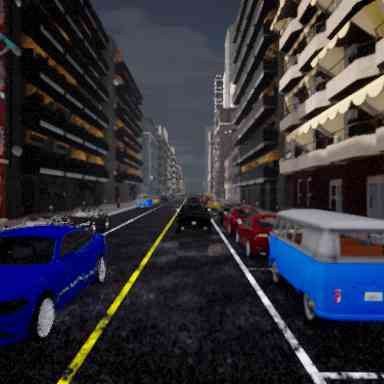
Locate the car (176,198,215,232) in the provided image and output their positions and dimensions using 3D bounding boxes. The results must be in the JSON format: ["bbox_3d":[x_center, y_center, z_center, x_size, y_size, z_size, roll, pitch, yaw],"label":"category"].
[{"bbox_3d":[0.098,1.380,19.305,1.882,1.535,5.008,0,1,0],"label":"car"}]

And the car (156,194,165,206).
[{"bbox_3d":[-5.679,1.276,50.824,1.752,1.417,4.829,0,0,0],"label":"car"}]

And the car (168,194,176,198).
[{"bbox_3d":[-5.676,1.136,95.181,1.802,1.307,4.206,0,0,0],"label":"car"}]

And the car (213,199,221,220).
[{"bbox_3d":[2.699,1.448,23.364,1.947,1.339,4.313,0,0,0],"label":"car"}]

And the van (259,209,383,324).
[{"bbox_3d":[2.700,1.306,6.792,1.690,1.788,3.998,1,0,0],"label":"van"}]

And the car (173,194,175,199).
[{"bbox_3d":[-5.677,1.170,78.611,1.887,1.381,4.507,0,0,0],"label":"car"}]

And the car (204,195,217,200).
[{"bbox_3d":[2.701,1.327,40.104,1.752,1.417,4.829,0,0,0],"label":"car"}]

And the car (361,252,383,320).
[{"bbox_3d":[2.699,1.433,1.269,1.967,1.590,4.097,1,0,0],"label":"car"}]

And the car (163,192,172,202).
[{"bbox_3d":[-5.678,1.240,67.564,1.947,1.339,4.313,0,0,0],"label":"car"}]

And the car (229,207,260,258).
[{"bbox_3d":[2.699,1.482,12.317,1.887,1.381,4.507,0,0,0],"label":"car"}]

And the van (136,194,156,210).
[{"bbox_3d":[-5.678,1.143,39.946,1.690,1.788,3.998,1,0,0],"label":"van"}]

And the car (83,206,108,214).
[{"bbox_3d":[-5.682,1.460,17.854,2.008,1.369,4.403,1,0,0],"label":"car"}]

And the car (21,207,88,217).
[{"bbox_3d":[-5.682,1.488,12.331,2.008,1.369,4.403,1,0,0],"label":"car"}]

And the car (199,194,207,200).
[{"bbox_3d":[2.704,1.167,84.121,1.947,1.339,4.313,0,0,0],"label":"car"}]

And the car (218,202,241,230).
[{"bbox_3d":[2.699,1.454,17.840,1.887,1.381,4.507,0,0,0],"label":"car"}]

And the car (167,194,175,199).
[{"bbox_3d":[-5.677,1.143,89.658,1.947,1.339,4.313,0,0,0],"label":"car"}]

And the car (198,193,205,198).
[{"bbox_3d":[2.705,1.120,95.168,1.947,1.339,4.313,0,0,0],"label":"car"}]

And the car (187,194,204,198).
[{"bbox_3d":[0.102,1.308,40.125,1.837,1.490,4.892,0,1,0],"label":"car"}]

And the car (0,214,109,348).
[{"bbox_3d":[-3.100,1.444,6.577,1.882,1.535,5.008,0,0,0],"label":"car"}]

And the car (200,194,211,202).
[{"bbox_3d":[2.703,1.219,67.551,1.887,1.381,4.507,0,0,0],"label":"car"}]
